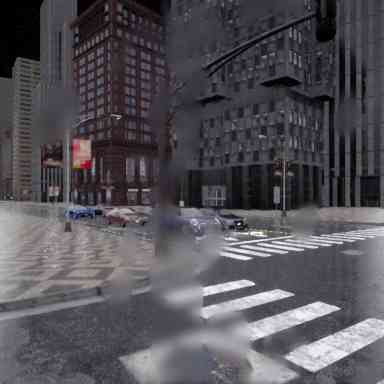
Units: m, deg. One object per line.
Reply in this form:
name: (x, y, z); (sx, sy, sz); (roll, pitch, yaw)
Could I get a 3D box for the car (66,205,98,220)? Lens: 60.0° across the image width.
car: (-12.396, 2.154, 36.533); (1.882, 1.535, 5.008); (0, -1, -35)

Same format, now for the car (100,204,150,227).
car: (-5.459, 1.976, 26.864); (1.812, 1.442, 4.674); (0, -1, -36)

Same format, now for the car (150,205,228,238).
car: (-0.306, 1.636, 19.650); (2.097, 1.767, 4.553); (0, -1, -35)

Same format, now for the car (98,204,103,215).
car: (-10.165, 2.176, 38.997); (2.128, 1.511, 4.902); (0, -1, -36)

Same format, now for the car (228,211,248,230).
car: (1.767, 1.861, 22.370); (1.994, 1.385, 4.181); (0, -1, -36)
